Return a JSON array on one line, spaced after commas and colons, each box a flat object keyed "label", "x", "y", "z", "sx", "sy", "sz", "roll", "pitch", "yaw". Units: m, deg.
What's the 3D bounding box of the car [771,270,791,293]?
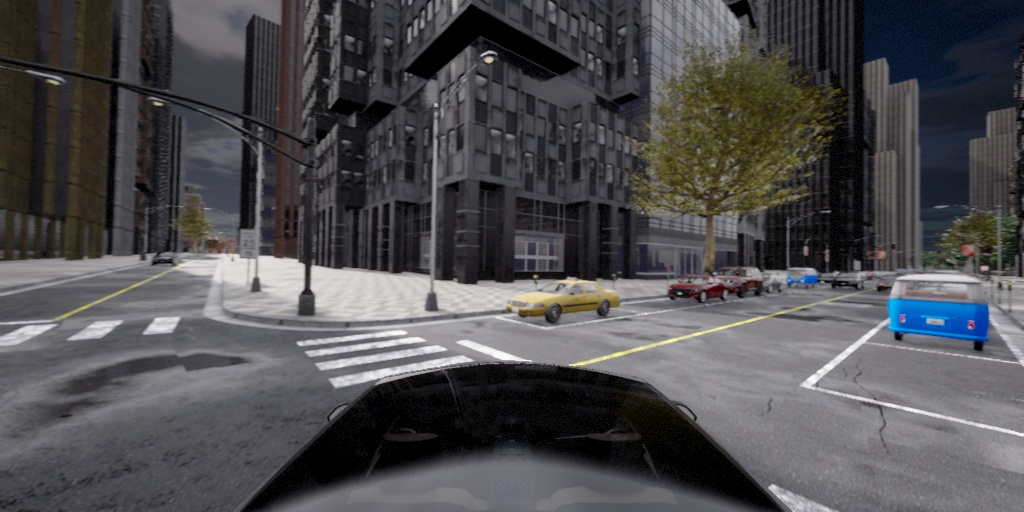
[{"label": "car", "x": 18.501, "y": 1.970, "z": 26.401, "sx": 4.403, "sy": 1.370, "sz": 2.007, "roll": 0, "pitch": 0, "yaw": -39}]

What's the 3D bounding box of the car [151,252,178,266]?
[{"label": "car", "x": -38.553, "y": 0.301, "z": 39.857, "sx": 1.837, "sy": 1.490, "sz": 4.892, "roll": 2, "pitch": 0, "yaw": -39}]

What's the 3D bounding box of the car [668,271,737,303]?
[{"label": "car", "x": 10.301, "y": 1.724, "z": 19.722, "sx": 4.507, "sy": 1.381, "sz": 1.888, "roll": 0, "pitch": 0, "yaw": -39}]

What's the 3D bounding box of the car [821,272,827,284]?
[{"label": "car", "x": 34.900, "y": 2.473, "z": 39.756, "sx": 4.313, "sy": 1.339, "sz": 1.948, "roll": 0, "pitch": 0, "yaw": -39}]

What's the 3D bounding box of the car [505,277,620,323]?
[{"label": "car", "x": 1.964, "y": 1.466, "z": 12.941, "sx": 4.829, "sy": 1.417, "sz": 1.751, "roll": 0, "pitch": 0, "yaw": -39}]

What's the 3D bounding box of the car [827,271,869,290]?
[{"label": "car", "x": 30.929, "y": 2.240, "z": 32.960, "sx": 4.892, "sy": 1.490, "sz": 1.837, "roll": 2, "pitch": -1, "yaw": -39}]

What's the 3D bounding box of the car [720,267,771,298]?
[{"label": "car", "x": 14.401, "y": 1.613, "z": 23.062, "sx": 5.009, "sy": 1.841, "sz": 2.192, "roll": 0, "pitch": 0, "yaw": -39}]

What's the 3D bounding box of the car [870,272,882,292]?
[{"label": "car", "x": 31.372, "y": 2.237, "z": 29.365, "sx": 5.357, "sy": 1.411, "sz": 2.033, "roll": 2, "pitch": -1, "yaw": -39}]

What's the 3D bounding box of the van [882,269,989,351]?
[{"label": "van", "x": 11.668, "y": 1.399, "z": 9.841, "sx": 3.998, "sy": 1.789, "sz": 1.690, "roll": 0, "pitch": 0, "yaw": -39}]

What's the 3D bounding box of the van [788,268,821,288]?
[{"label": "van", "x": 26.701, "y": 2.003, "z": 33.078, "sx": 3.998, "sy": 1.789, "sz": 1.690, "roll": 0, "pitch": 0, "yaw": -39}]
